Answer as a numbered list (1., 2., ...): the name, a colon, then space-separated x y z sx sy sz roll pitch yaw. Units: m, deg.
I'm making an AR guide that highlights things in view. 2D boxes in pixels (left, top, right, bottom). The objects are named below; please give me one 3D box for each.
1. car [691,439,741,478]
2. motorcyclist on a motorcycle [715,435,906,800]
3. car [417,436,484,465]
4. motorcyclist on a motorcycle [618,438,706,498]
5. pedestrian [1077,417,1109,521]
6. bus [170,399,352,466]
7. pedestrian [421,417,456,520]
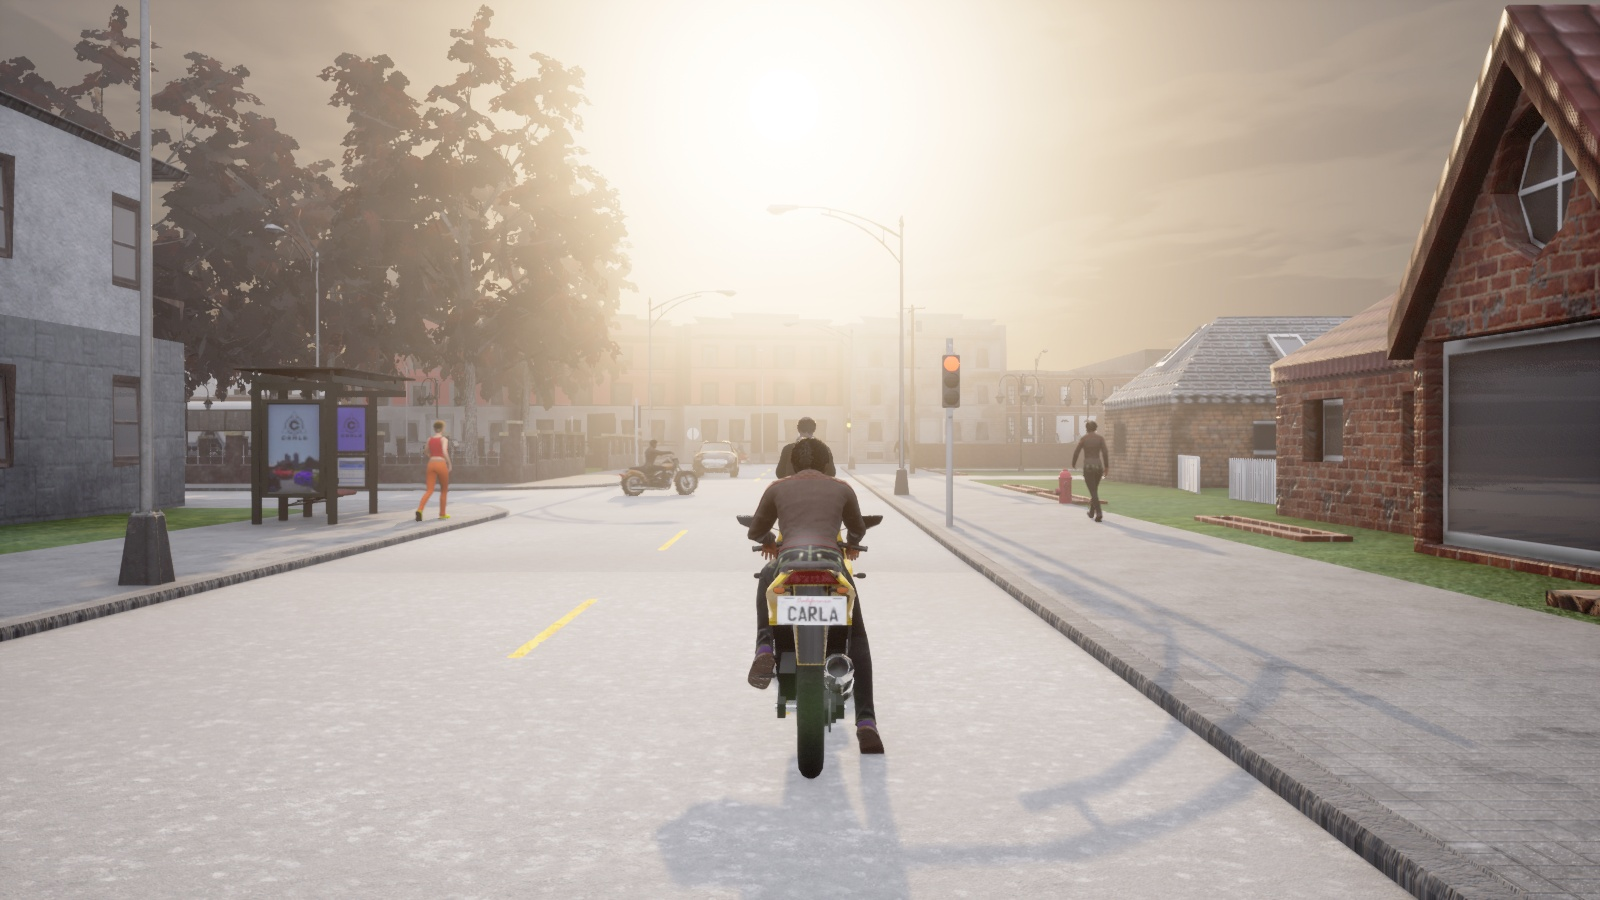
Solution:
1. car: -3.748 0.354 56.532 2.033 1.649 4.856 0 0 -1
2. motorcyclist on a motorcycle: 0.049 0.693 6.256 0.797 1.523 2.044 0 0 0
3. car: -22.915 0.058 82.453 3.866 1.878 1.905 0 0 1
4. motorcyclist on a motorcycle: -3.858 0.495 35.214 2.350 1.649 0.766 0 0 -31
5. pedestrian: 5.196 0.334 22.291 0.328 1.805 0.869 0 0 -2
6. bus: -35.270 -1.124 82.490 10.273 4.253 3.944 0 0 1
7. pedestrian: -6.533 0.323 22.717 0.345 1.836 0.594 0 0 15
